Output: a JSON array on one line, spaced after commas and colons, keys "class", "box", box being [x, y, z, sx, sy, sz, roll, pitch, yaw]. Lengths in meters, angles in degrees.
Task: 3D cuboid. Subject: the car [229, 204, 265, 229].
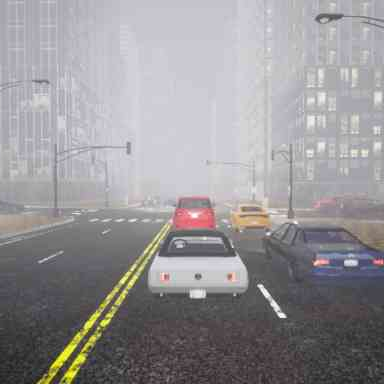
[{"class": "car", "box": [3.379, 1.466, 20.218, 1.882, 1.535, 5.008, 0, 0, 1]}]

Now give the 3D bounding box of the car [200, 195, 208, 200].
[{"class": "car", "box": [3.349, 1.444, 92.370, 2.033, 1.411, 5.357, 0, 0, 0]}]

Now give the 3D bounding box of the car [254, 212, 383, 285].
[{"class": "car", "box": [3.366, 1.543, 9.542, 2.033, 1.411, 5.357, 0, 0, 0]}]

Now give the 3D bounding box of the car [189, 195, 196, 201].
[{"class": "car", "box": [0.087, 1.446, 82.154, 1.812, 1.442, 4.674, 0, 0, 0]}]

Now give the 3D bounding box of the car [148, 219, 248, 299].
[{"class": "car", "box": [0.110, 1.597, 8.383, 1.895, 1.301, 4.718, 0, 0, 0]}]

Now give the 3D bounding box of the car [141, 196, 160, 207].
[{"class": "car", "box": [-6.541, 1.454, 50.715, 2.128, 1.511, 4.902, 0, 0, 0]}]

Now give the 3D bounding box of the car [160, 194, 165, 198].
[{"class": "car", "box": [-6.490, 1.429, 60.389, 1.882, 1.535, 5.008, 0, 0, -1]}]

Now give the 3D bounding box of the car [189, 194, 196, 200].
[{"class": "car", "box": [0.098, 1.430, 91.955, 1.812, 1.442, 4.674, 0, 0, 0]}]

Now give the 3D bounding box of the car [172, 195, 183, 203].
[{"class": "car", "box": [-3.175, 1.462, 71.497, 2.128, 1.511, 4.902, 0, 0, 0]}]

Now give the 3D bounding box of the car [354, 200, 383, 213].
[{"class": "car", "box": [21.851, 1.641, 39.012, 4.829, 1.417, 1.752, 1, 0, 1]}]

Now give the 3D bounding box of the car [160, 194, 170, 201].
[{"class": "car", "box": [-6.415, 1.279, 80.589, 2.097, 1.767, 4.553, 0, 0, 0]}]

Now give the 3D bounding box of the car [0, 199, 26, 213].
[{"class": "car", "box": [-19.357, 1.406, 33.943, 4.181, 1.385, 1.994, 1, 1, 1]}]

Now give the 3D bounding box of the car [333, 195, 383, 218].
[{"class": "car", "box": [16.234, 1.517, 30.731, 5.009, 1.841, 2.192, 1, 0, 1]}]

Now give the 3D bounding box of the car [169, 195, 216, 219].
[{"class": "car", "box": [0.120, 1.213, 18.312, 2.150, 2.045, 5.566, 0, 0, 0]}]

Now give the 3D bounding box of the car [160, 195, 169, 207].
[{"class": "car", "box": [-3.285, 1.526, 51.149, 1.994, 1.385, 4.181, 0, 0, 0]}]

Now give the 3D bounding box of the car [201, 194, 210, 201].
[{"class": "car", "box": [3.337, 1.400, 82.011, 1.882, 1.535, 5.008, 0, 0, 0]}]

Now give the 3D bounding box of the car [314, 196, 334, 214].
[{"class": "car", "box": [16.439, 1.332, 36.515, 5.566, 2.045, 2.150, 1, 1, 1]}]
